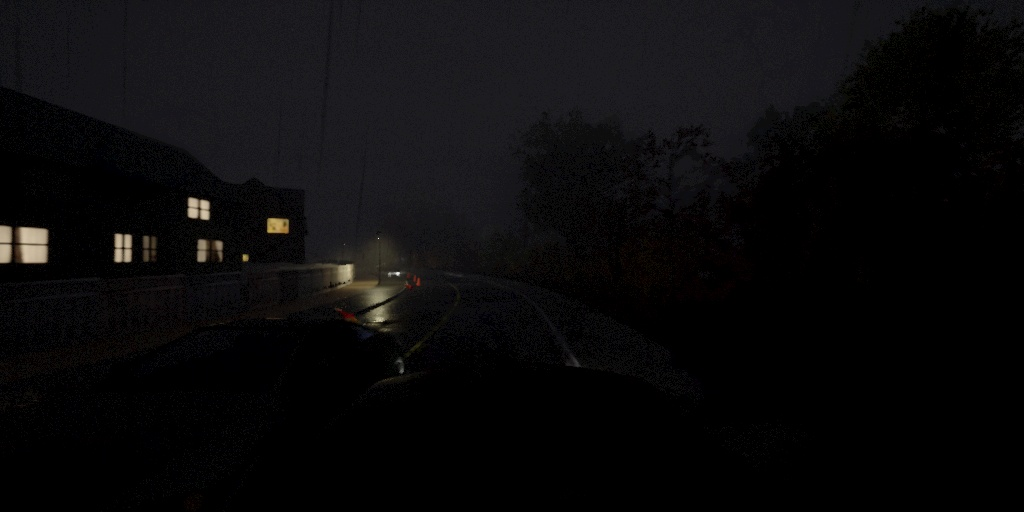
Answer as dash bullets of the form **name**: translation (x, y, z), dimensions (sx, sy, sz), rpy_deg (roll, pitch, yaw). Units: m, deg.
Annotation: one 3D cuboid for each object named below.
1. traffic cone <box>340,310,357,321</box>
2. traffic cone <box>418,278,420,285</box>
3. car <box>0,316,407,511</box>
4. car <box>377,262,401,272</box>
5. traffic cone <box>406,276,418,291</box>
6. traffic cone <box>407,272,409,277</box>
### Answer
- **traffic cone**: translation (-5.055, 1.657, 11.092), dimensions (0.340, 0.580, 0.340), rpy_deg (0, 0, -22)
- **traffic cone**: translation (-7.141, 1.950, 27.453), dimensions (0.340, 0.580, 0.340), rpy_deg (0, 0, -16)
- **car**: translation (-2.476, 1.339, 3.501), dimensions (1.994, 1.385, 4.181), rpy_deg (0, -1, -1)
- **car**: translation (-16.876, 1.477, 49.080), dimensions (1.994, 1.385, 4.181), rpy_deg (0, 0, -41)
- **traffic cone**: translation (-6.388, 1.745, 22.875), dimensions (0.340, 0.580, 0.340), rpy_deg (0, 0, 11)
- **traffic cone**: translation (-10.518, 1.943, 36.447), dimensions (0.340, 0.580, 0.340), rpy_deg (0, 0, -25)
